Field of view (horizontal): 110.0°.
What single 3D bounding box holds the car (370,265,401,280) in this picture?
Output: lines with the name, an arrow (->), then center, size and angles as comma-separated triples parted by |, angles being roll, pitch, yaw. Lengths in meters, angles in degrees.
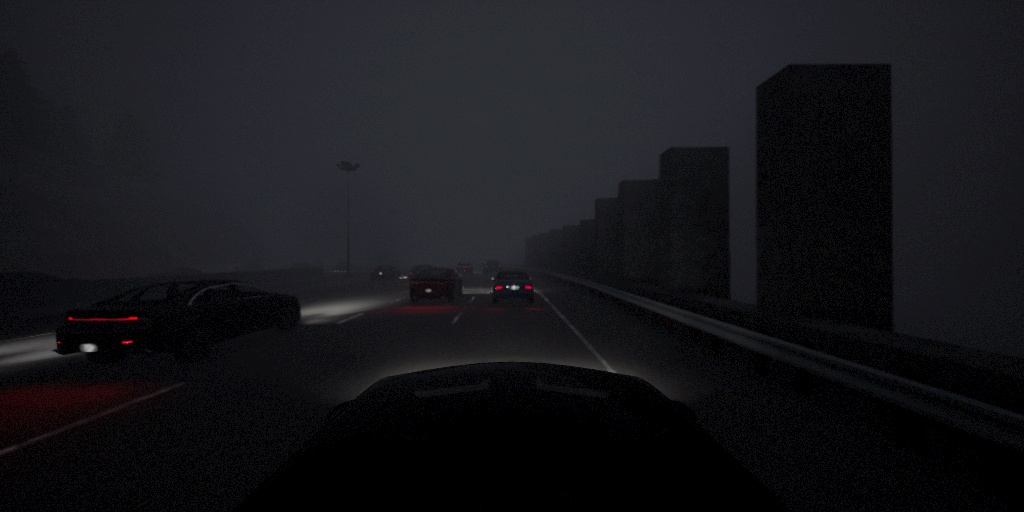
car -> -11.530, 1.464, 32.853 | 1.994, 1.385, 4.181 | 0, 0, -6

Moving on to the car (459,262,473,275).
car -> -5.633, 1.409, 42.176 | 2.128, 1.511, 4.902 | 0, 0, -9

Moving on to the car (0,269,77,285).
car -> -21.228, 1.339, 14.651 | 1.882, 1.535, 5.008 | 0, 0, -1

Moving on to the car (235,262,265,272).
car -> -35.450, 1.524, 48.646 | 2.128, 1.511, 4.902 | 0, 0, -11

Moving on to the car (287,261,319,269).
car -> -27.705, 1.547, 47.177 | 2.033, 1.411, 5.357 | 0, 0, -13

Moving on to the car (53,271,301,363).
car -> -6.917, 1.287, 8.268 | 2.128, 1.511, 4.902 | 0, 0, -1

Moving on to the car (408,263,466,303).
car -> -3.547, 1.296, 17.386 | 1.882, 1.535, 5.008 | 0, 0, -2

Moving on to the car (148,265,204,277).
car -> -29.192, 1.512, 31.330 | 1.994, 1.385, 4.181 | 0, 0, -6

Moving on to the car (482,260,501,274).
car -> -2.516, 1.268, 44.541 | 2.097, 1.767, 4.553 | 0, 0, -9

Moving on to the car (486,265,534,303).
car -> 0.000, 1.355, 17.177 | 2.033, 1.411, 5.357 | 0, 0, -2

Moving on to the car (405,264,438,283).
car -> -7.638, 1.428, 30.758 | 2.033, 1.411, 5.357 | 0, 0, -6

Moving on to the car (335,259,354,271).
car -> -26.632, 1.582, 57.213 | 2.033, 1.411, 5.357 | 0, 0, -14
